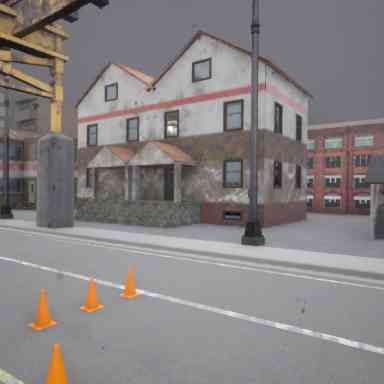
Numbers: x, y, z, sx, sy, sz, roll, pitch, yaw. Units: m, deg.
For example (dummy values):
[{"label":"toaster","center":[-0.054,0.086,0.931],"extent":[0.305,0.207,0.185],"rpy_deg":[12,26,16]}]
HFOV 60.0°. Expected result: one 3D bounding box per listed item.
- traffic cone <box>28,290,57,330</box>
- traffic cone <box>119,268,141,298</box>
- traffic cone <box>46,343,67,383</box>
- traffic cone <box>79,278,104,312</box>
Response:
[{"label":"traffic cone","center":[-2.516,1.949,5.606],"extent":[0.340,0.580,0.340],"rpy_deg":[0,0,36]},{"label":"traffic cone","center":[-1.346,1.949,7.228],"extent":[0.340,0.580,0.340],"rpy_deg":[0,0,36]},{"label":"traffic cone","center":[-1.479,1.952,3.625],"extent":[0.340,0.580,0.340],"rpy_deg":[0,0,36]},{"label":"traffic cone","center":[-1.931,1.949,6.417],"extent":[0.340,0.580,0.340],"rpy_deg":[0,0,36]}]
